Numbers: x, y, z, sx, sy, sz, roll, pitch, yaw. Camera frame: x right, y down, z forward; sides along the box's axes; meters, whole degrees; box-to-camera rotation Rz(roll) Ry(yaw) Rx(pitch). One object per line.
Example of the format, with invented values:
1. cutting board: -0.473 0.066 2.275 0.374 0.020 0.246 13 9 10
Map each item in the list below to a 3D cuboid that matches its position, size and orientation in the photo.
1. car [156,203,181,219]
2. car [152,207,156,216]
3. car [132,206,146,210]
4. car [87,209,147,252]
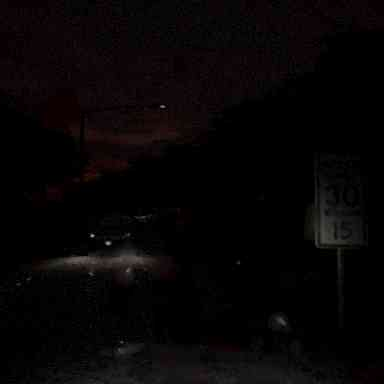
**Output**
1. car: -2.537 2.062 37.468 2.097 1.767 4.553 0 -2 -10
2. car: -4.506 2.669 47.167 1.994 1.385 4.181 0 -3 -14
3. car: -6.981 2.501 43.673 1.994 1.385 4.181 2 -3 -13
4. car: -3.281 1.698 14.909 1.812 1.442 4.674 0 -1 -3
